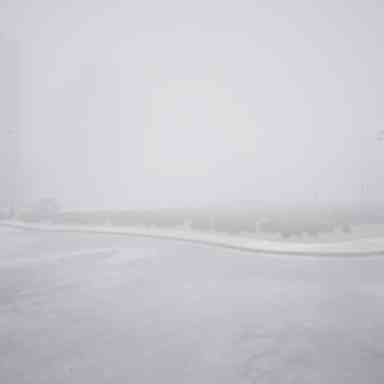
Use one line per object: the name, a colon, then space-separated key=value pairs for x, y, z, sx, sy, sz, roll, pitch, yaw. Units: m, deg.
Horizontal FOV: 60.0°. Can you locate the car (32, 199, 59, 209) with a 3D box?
car: x=-16.053 y=1.539 z=36.412 sx=2.242 sy=1.667 sz=4.611 roll=1 pitch=0 yaw=-36

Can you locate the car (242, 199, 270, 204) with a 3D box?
car: x=10.551 y=1.857 z=55.008 sx=2.033 sy=1.411 sz=5.357 roll=1 pitch=0 yaw=-35
